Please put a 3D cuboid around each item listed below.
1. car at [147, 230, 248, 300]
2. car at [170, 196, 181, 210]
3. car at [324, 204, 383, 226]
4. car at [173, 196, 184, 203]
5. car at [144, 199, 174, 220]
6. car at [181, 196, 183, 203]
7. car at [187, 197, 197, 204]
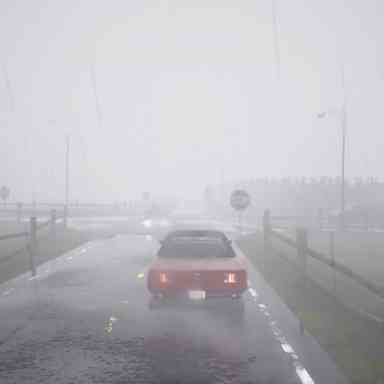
[{"bbox_3d":[0.095,1.602,8.344,1.895,1.301,4.718,0,0,0],"label":"car"},{"bbox_3d":[-2.880,1.571,43.896,2.033,1.411,5.357,0,0,0],"label":"car"},{"bbox_3d":[12.700,1.699,25.705,4.553,1.767,2.097,1,-1,-1],"label":"car"},{"bbox_3d":[-2.810,1.547,69.186,2.128,1.511,4.902,0,0,0],"label":"car"},{"bbox_3d":[-2.874,1.574,28.551,1.994,1.385,4.181,0,0,0],"label":"car"},{"bbox_3d":[-2.885,1.514,55.537,1.882,1.535,5.008,0,0,0],"label":"car"},{"bbox_3d":[0.046,1.648,64.288,1.895,1.301,4.718,0,0,0],"label":"car"}]
